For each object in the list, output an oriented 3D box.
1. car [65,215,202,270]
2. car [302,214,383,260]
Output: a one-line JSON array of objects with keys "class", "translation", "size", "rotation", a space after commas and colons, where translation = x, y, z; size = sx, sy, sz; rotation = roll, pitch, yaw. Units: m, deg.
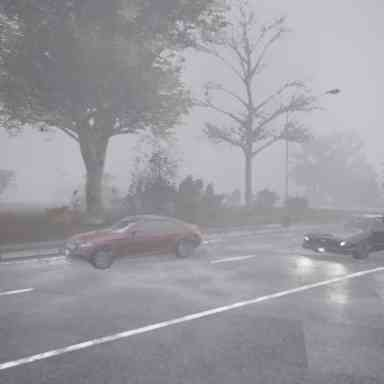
[{"class": "car", "translation": [-1.793, 1.532, 11.217], "size": [4.674, 1.442, 1.812], "rotation": [0, 0, -35]}, {"class": "car", "translation": [6.589, 1.570, 12.745], "size": [5.357, 1.411, 2.033], "rotation": [0, 0, -34]}]
